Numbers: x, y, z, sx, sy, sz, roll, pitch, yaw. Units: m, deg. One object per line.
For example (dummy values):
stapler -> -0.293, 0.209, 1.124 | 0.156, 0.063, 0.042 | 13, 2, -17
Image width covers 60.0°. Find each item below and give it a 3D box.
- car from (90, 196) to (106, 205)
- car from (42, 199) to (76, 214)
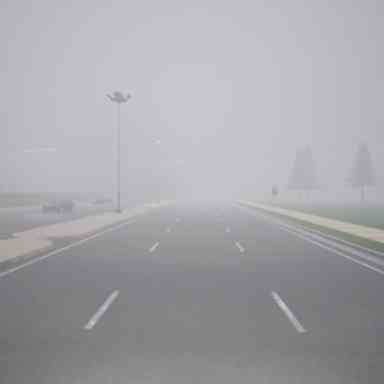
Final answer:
car -> -13.660, 1.253, 51.497 | 1.994, 1.385, 4.181 | 0, 0, 2
car -> -14.198, 1.459, 35.707 | 1.882, 1.535, 5.008 | 0, 0, 2
